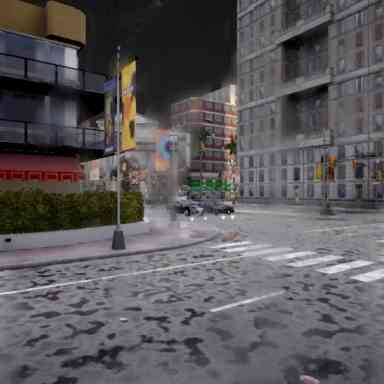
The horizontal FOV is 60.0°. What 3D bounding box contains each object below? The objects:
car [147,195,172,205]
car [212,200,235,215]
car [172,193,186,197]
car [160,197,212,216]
[{"bbox_3d":[-6.270,1.505,59.585,1.837,1.490,4.892,0,0,-44],"label":"car"},{"bbox_3d":[2.028,1.547,34.440,2.033,1.411,5.357,0,0,-35],"label":"car"},{"bbox_3d":[-2.557,1.221,62.268,2.150,2.045,5.566,0,0,-15],"label":"car"},{"bbox_3d":[-0.657,1.491,32.176,2.128,1.511,4.902,0,0,-35],"label":"car"}]
